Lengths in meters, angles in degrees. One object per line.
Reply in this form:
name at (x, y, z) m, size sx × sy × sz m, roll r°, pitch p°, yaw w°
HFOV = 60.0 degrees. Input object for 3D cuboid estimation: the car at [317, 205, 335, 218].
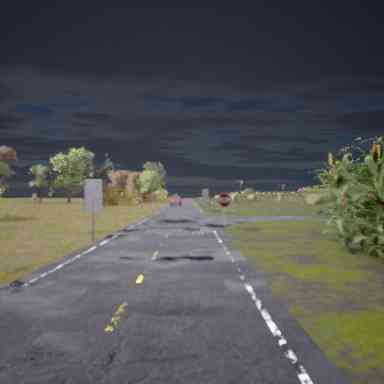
car at (13.956, 1.605, 29.577) m, size 5.357 × 1.411 × 2.033 m, roll -1°, pitch -1°, yaw -1°

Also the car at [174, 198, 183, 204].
car at (-3.298, 2.179, 80.569) m, size 2.128 × 1.511 × 4.902 m, roll 0°, pitch -1°, yaw -1°

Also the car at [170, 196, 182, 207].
car at (-3.129, 1.748, 64.912) m, size 2.150 × 2.045 × 5.566 m, roll 0°, pitch 0°, yaw 0°
